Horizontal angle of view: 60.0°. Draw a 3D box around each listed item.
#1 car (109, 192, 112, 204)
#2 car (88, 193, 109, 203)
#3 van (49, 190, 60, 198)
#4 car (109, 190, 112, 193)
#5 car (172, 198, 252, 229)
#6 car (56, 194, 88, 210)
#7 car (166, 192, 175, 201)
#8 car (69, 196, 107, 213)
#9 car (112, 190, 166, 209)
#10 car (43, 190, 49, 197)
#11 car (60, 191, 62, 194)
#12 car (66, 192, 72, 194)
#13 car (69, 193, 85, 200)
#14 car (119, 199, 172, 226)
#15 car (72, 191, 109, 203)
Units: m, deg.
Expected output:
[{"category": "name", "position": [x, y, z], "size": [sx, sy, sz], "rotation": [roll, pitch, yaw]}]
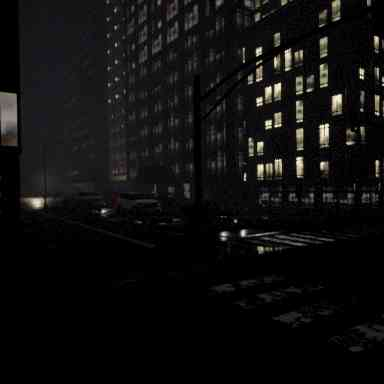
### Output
[{"category": "car", "position": [-13.823, 1.115, 48.264], "size": [2.033, 1.411, 5.357], "rotation": [-1, 1, -34]}, {"category": "car", "position": [-15.965, 0.920, 56.809], "size": [1.882, 1.535, 5.008], "rotation": [-1, 1, -35]}, {"category": "van", "position": [-32.491, 0.531, 79.989], "size": [1.690, 1.788, 3.998], "rotation": [-1, 1, -35]}, {"category": "car", "position": [-12.037, 0.734, 51.049], "size": [2.150, 2.045, 5.566], "rotation": [-1, 1, -35]}, {"category": "car", "position": [1.105, 1.382, 21.071], "size": [2.128, 1.511, 4.902], "rotation": [-1, 1, -35]}, {"category": "car", "position": [-13.742, 1.289, 38.052], "size": [2.008, 1.369, 4.403], "rotation": [-1, 1, -35]}, {"category": "car", "position": [-3.665, 0.963, 38.196], "size": [2.192, 1.841, 5.009], "rotation": [-1, 1, -35]}, {"category": "car", "position": [-10.538, 1.354, 33.408], "size": [1.947, 1.339, 4.313], "rotation": [-1, 1, -35]}, {"category": "car", "position": [-4.859, 1.020, 29.713], "size": [2.150, 2.045, 5.566], "rotation": [-1, 1, -35]}, {"category": "car", "position": [-35.695, 0.689, 84.636], "size": [2.008, 1.369, 4.403], "rotation": [-1, 1, -35]}, {"category": "car", "position": [-26.086, 0.733, 70.704], "size": [1.967, 1.590, 4.097], "rotation": [-1, 1, -35]}, {"category": "car", "position": [-19.344, 1.083, 56.182], "size": [1.895, 1.301, 4.718], "rotation": [-1, 1, -35]}, {"category": "car", "position": [-22.883, 0.889, 66.061], "size": [1.887, 1.381, 4.507], "rotation": [-1, 1, -35]}, {"category": "car", "position": [-2.905, 1.455, 22.389], "size": [2.008, 1.369, 4.403], "rotation": [-1, 1, -35]}, {"category": "car", "position": [-12.536, 0.903, 40.874], "size": [2.150, 2.045, 5.566], "rotation": [-1, 1, -35]}]
